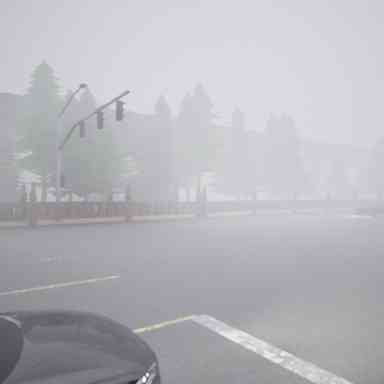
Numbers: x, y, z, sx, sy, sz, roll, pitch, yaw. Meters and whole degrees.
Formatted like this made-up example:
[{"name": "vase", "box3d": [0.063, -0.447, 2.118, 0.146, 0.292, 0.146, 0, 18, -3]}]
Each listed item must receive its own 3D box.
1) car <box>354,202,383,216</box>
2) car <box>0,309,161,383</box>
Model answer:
[{"name": "car", "box3d": [18.789, 1.742, 34.718, 4.181, 1.385, 1.994, 0, 0, -36]}, {"name": "car", "box3d": [-2.478, 1.485, 1.996, 4.902, 1.511, 2.128, 0, 0, -36]}]
